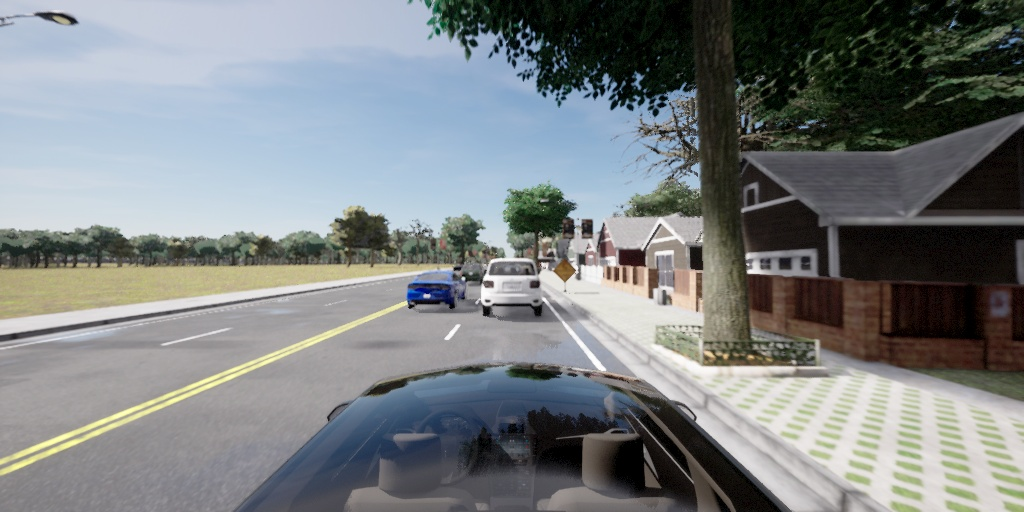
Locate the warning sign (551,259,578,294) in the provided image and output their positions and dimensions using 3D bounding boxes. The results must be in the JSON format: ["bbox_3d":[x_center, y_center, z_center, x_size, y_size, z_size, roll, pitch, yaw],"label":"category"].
[{"bbox_3d":[2.853,1.065,19.231,1.300,1.860,1.060,0,0,0],"label":"warning sign"}]

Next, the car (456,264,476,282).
[{"bbox_3d":[-3.227,1.446,30.329,2.097,1.767,4.553,0,-1,0],"label":"car"}]

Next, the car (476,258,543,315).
[{"bbox_3d":[0.010,1.117,14.455,2.150,2.045,5.566,0,0,0],"label":"car"}]

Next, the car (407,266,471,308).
[{"bbox_3d":[-3.223,1.390,16.128,1.882,1.535,5.008,0,0,0],"label":"car"}]
